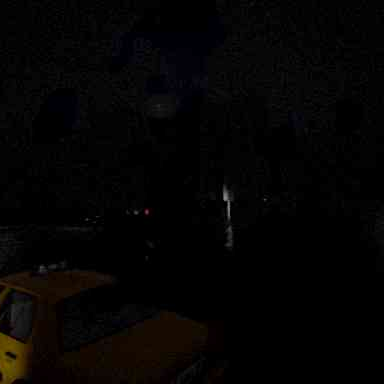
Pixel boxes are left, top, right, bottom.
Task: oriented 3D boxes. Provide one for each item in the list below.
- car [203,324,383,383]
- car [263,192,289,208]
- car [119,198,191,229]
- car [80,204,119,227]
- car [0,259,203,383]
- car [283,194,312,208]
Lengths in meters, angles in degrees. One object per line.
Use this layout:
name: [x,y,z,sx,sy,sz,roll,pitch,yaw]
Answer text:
car: [2.733,1.311,0.852,5.009,1.841,2.192,0,0,36]
car: [11.514,1.066,44.635,2.150,2.045,5.566,0,0,36]
car: [-2.000,1.239,21.046,2.097,1.767,4.553,0,0,36]
car: [-5.165,1.460,21.705,1.994,1.385,4.181,0,0,36]
car: [-1.913,1.534,4.181,4.829,1.417,1.752,0,0,36]
car: [14.143,1.332,43.317,2.128,1.511,4.902,0,0,36]
